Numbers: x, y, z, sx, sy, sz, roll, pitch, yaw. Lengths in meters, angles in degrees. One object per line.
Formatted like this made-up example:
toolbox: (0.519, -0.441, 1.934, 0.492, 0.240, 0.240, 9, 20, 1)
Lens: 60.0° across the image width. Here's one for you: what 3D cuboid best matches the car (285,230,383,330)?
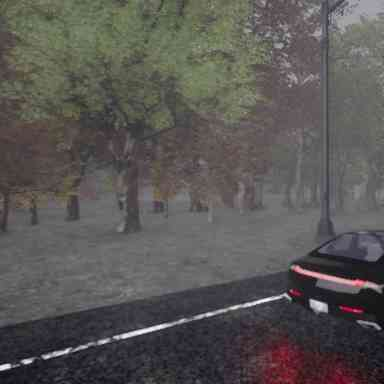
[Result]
car: (3.896, 1.489, 6.340, 4.902, 1.511, 2.128, 0, 0, -34)
